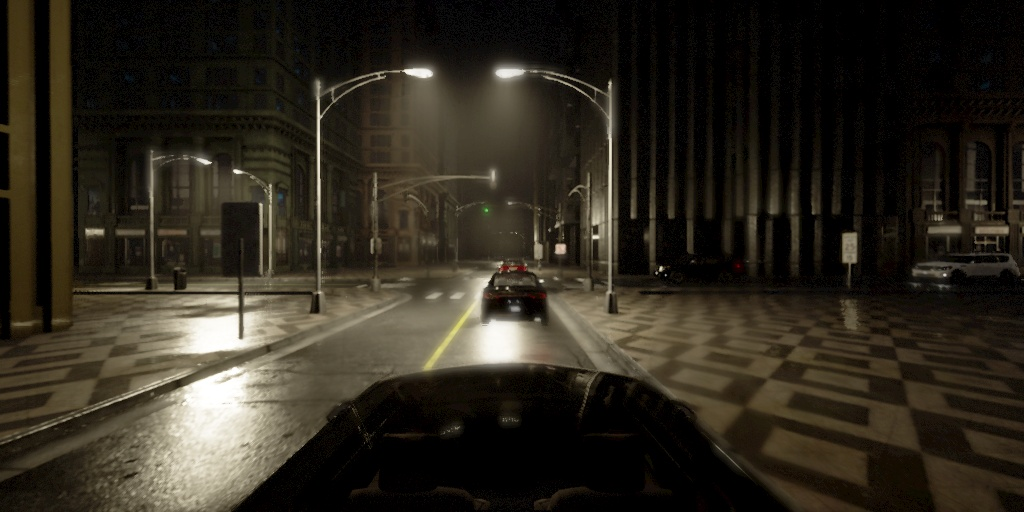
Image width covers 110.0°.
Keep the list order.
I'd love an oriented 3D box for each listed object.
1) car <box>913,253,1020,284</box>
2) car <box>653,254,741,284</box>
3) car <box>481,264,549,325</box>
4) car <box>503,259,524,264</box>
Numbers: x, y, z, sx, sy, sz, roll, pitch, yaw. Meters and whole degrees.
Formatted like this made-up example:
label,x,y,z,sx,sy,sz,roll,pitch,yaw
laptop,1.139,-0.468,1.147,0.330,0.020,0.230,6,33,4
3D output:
label,x,y,z,sx,sy,sz,roll,pitch,yaw
car,31.798,0.837,25.174,5.566,2.045,2.150,0,0,0
car,12.925,0.849,25.187,5.566,2.045,2.150,0,0,0
car,0.071,1.189,11.636,1.882,1.535,5.008,0,0,-1
car,0.099,0.985,26.998,2.097,1.767,4.553,0,0,0
